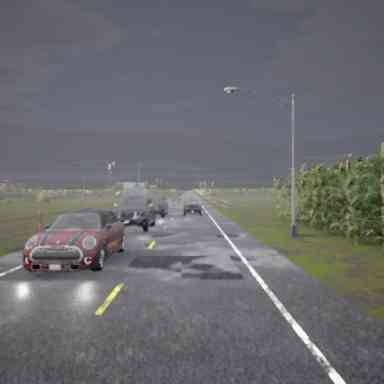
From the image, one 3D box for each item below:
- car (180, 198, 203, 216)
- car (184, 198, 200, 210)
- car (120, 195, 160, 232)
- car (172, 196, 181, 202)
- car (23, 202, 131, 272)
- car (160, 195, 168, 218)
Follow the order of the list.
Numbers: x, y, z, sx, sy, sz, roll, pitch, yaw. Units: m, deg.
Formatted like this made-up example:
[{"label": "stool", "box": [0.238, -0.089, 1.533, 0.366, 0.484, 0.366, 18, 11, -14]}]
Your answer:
[{"label": "car", "box": [0.068, 1.608, 33.800, 1.837, 1.490, 4.892, 0, 0, 1]}, {"label": "car", "box": [0.043, 1.617, 46.427, 2.128, 1.511, 4.902, 0, 0, 0]}, {"label": "car", "box": [-3.583, 1.292, 21.192, 2.150, 2.045, 5.566, 0, 0, 0]}, {"label": "car", "box": [-3.477, 1.536, 76.127, 2.033, 1.411, 5.357, 0, 0, 0]}, {"label": "car", "box": [-3.595, 1.392, 10.979, 2.097, 1.767, 4.553, 0, 0, 0]}, {"label": "car", "box": [-3.533, 1.319, 31.963, 2.150, 2.045, 5.566, 0, 0, 1]}]
